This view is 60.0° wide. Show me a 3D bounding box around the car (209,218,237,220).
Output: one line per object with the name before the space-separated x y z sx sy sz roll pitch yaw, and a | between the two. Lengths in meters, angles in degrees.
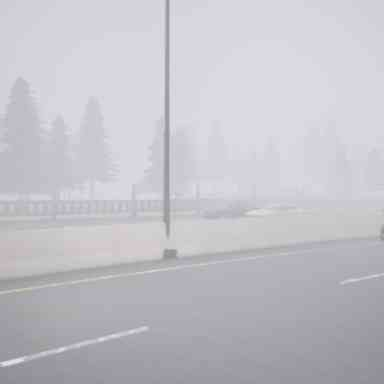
car | 3.163 1.469 25.729 5.008 1.535 1.882 0 0 -25

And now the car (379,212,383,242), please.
car | 9.580 1.516 13.084 4.902 1.511 2.128 0 0 -27

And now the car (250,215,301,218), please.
car | 5.850 1.529 23.145 4.674 1.442 1.812 0 0 -25

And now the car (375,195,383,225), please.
car | 16.091 1.263 23.676 5.566 2.045 2.150 0 0 -20
